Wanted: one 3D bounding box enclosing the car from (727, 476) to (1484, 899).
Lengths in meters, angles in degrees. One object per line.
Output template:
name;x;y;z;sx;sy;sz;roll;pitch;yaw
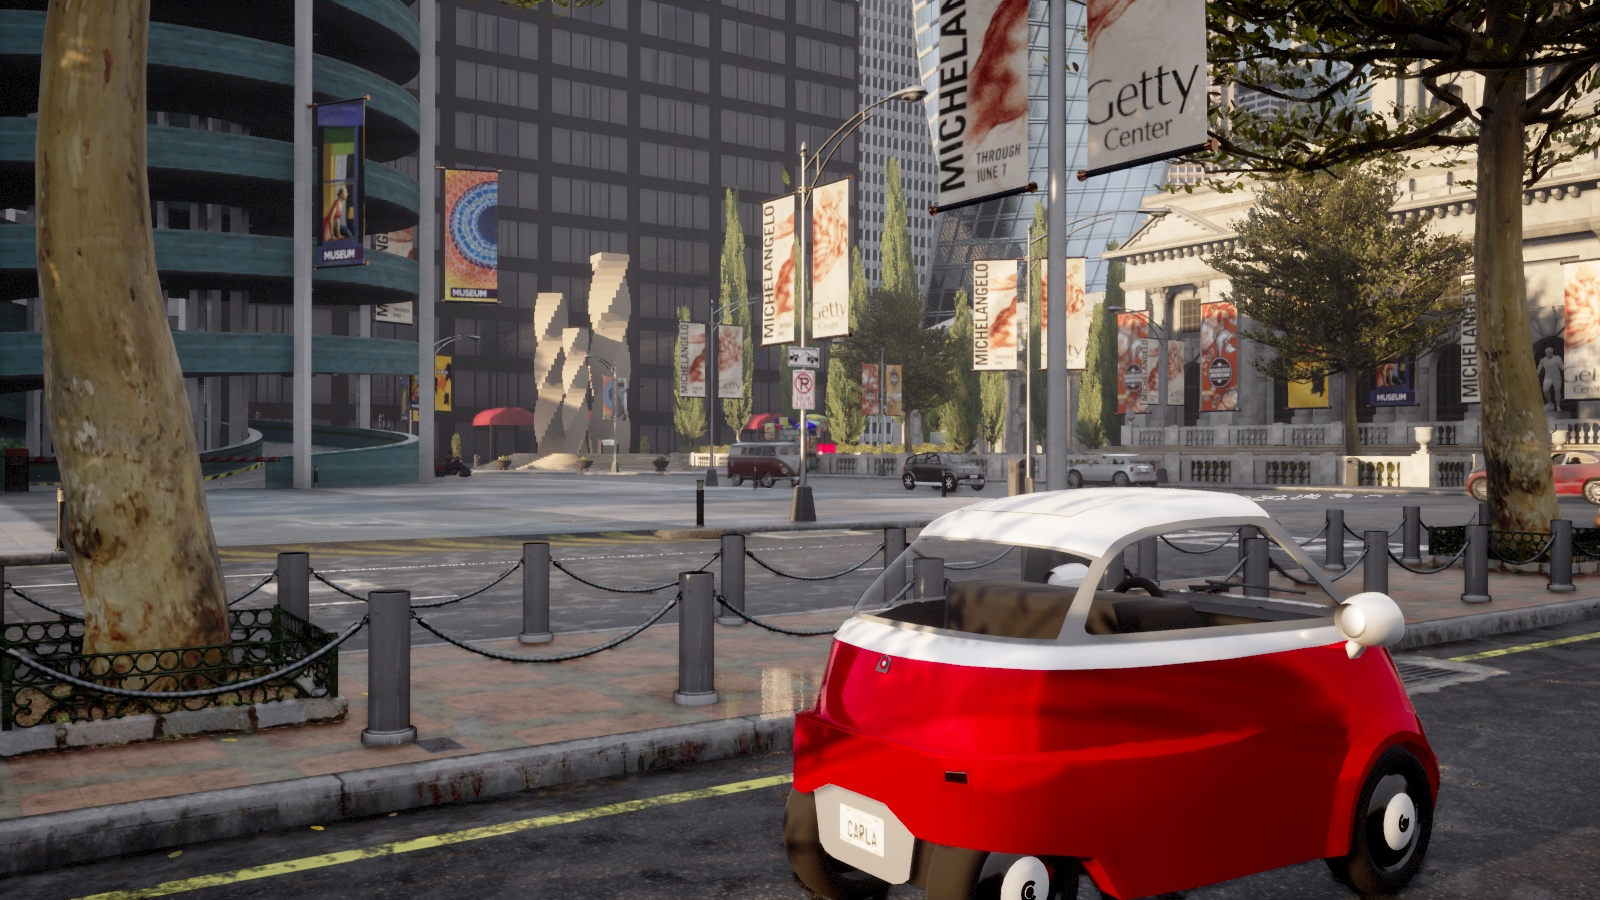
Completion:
car;1.080;0.808;4.410;2.207;1.376;1.481;0;0;-35

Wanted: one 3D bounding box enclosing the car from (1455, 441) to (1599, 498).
car;23.125;0.568;38.410;2.152;1.651;5.027;0;0;-35

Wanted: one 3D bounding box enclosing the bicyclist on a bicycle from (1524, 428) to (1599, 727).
bicyclist on a bicycle;4.964;0.688;7.177;1.509;1.612;0.866;0;0;-35

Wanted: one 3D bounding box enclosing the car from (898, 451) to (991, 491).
car;5.841;0.836;51.122;1.789;1.549;3.705;0;0;-35

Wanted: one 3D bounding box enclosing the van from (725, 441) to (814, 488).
van;-1.399;0.636;55.386;1.775;1.987;4.442;0;0;-35

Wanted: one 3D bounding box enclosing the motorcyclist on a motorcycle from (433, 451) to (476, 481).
motorcyclist on a motorcycle;-19.702;0.912;71.598;2.350;1.649;0.766;0;0;20

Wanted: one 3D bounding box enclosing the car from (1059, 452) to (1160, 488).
car;13.036;0.812;53.027;1.970;1.475;3.806;0;0;-35
